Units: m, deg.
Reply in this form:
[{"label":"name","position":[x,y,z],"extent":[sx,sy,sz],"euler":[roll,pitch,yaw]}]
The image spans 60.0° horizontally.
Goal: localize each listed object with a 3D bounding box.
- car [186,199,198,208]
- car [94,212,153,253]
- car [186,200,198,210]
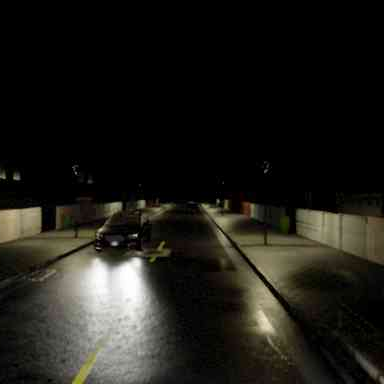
[{"label":"car","position":[0.012,2.198,62.892],"extent":[2.128,1.511,4.902],"euler":[0,-1,0]},{"label":"car","position":[-2.839,1.654,14.649],"extent":[2.128,1.511,4.902],"euler":[0,-1,0]},{"label":"car","position":[0.010,2.136,52.473],"extent":[2.033,1.411,5.357],"euler":[0,-1,0]}]
